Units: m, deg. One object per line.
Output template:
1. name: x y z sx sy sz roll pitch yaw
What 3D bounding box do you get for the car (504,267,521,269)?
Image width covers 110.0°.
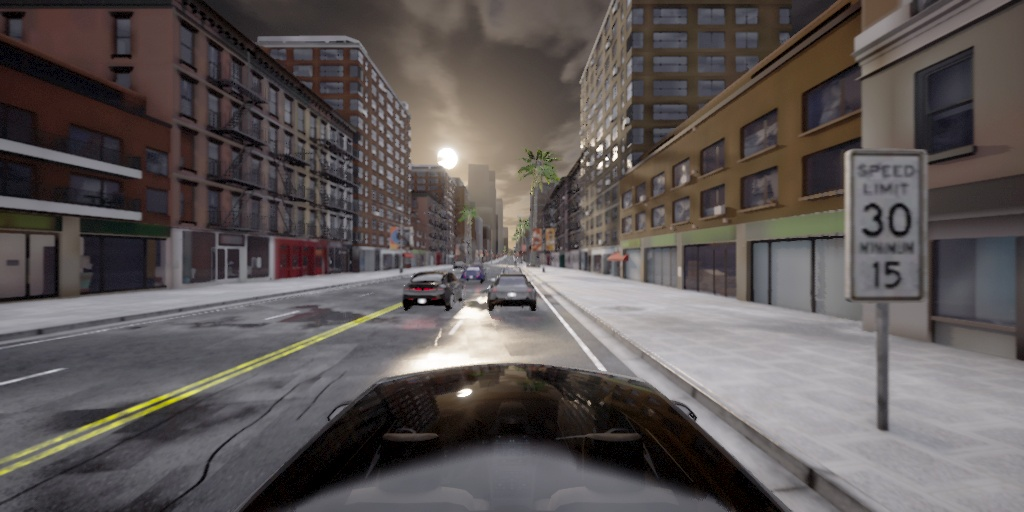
1. car: 0.023 1.585 30.101 1.895 1.301 4.718 0 0 0

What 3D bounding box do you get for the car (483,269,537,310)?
1. car: 0.023 1.434 15.434 1.994 1.385 4.181 0 0 1

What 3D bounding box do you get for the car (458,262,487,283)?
1. car: -3.220 1.514 30.752 1.812 1.442 4.674 0 0 1

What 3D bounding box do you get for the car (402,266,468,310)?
1. car: -3.226 1.376 15.363 1.837 1.490 4.892 0 0 1
